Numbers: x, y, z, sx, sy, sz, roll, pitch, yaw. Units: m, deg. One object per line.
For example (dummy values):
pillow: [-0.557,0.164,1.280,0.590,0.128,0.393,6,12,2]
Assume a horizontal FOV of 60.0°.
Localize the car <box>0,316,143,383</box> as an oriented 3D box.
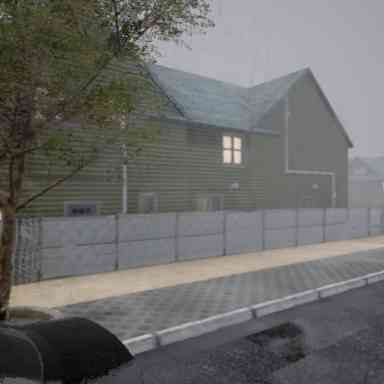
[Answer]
car: [-2.569,1.465,1.232,5.008,1.535,1.882,1,0,-36]
